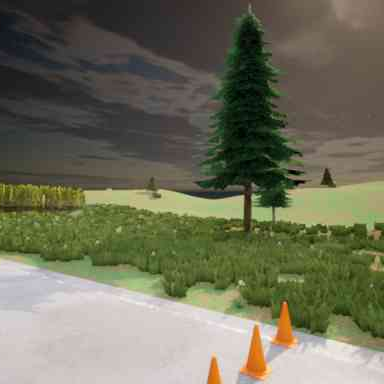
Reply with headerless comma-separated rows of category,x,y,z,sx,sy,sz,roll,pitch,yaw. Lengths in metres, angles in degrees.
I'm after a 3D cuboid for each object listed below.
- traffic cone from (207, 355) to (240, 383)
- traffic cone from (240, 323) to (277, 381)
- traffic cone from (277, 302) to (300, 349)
traffic cone,0.226,1.955,3.372,0.340,0.580,0.340,0,0,36
traffic cone,0.810,1.955,4.184,0.340,0.580,0.340,0,0,36
traffic cone,1.395,1.955,4.995,0.340,0.580,0.340,0,0,36
